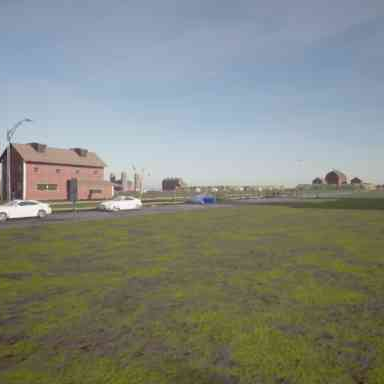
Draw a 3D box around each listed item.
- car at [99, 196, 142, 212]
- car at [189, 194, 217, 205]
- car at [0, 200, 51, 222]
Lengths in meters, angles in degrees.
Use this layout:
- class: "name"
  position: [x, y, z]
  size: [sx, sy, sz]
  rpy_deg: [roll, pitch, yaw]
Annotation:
- class: "car"
  position: [-6.935, 1.158, 32.856]
  size: [1.812, 1.442, 4.674]
  rpy_deg: [1, 1, 36]
- class: "car"
  position: [1.572, 0.941, 44.582]
  size: [1.812, 1.442, 4.674]
  rpy_deg: [1, 1, 37]
- class: "car"
  position: [-12.835, 1.306, 24.650]
  size: [1.812, 1.442, 4.674]
  rpy_deg: [1, 1, 34]
